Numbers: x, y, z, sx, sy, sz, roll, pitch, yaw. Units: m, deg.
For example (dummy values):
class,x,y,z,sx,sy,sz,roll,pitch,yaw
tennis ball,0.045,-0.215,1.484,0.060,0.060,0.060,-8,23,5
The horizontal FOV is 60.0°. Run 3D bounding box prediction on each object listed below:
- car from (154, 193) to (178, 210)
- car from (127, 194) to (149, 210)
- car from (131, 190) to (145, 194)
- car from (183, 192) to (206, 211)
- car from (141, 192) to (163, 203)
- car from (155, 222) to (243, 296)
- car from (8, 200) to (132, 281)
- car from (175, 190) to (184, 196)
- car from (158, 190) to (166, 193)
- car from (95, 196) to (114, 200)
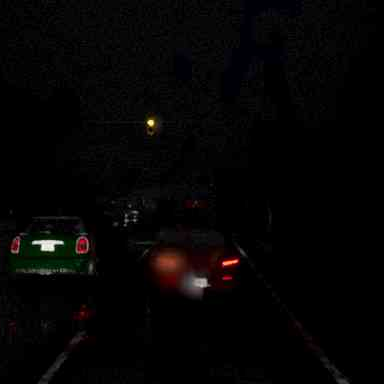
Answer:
class,x,y,z,sx,sy,sz,roll,pitch,yaw
car,-3.048,1.259,39.637,1.882,1.535,5.008,0,0,1
car,-6.749,1.278,38.745,2.128,1.511,4.902,0,0,1
car,-9.931,0.650,61.447,2.150,2.045,5.566,0,2,1
car,0.423,1.149,36.860,2.097,1.767,4.553,0,0,1
car,-6.560,1.163,54.291,2.128,1.511,4.902,0,1,1
car,0.151,1.479,8.386,1.812,1.442,4.674,0,0,0
car,-3.338,1.297,9.860,2.097,1.767,4.553,0,0,0
car,-2.773,0.184,75.088,2.128,1.511,4.902,0,3,1
car,-6.330,0.453,69.632,1.837,1.490,4.892,0,3,1
car,-10.251,1.265,38.595,1.882,1.535,5.008,0,1,1
